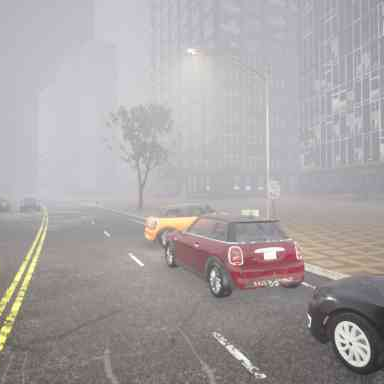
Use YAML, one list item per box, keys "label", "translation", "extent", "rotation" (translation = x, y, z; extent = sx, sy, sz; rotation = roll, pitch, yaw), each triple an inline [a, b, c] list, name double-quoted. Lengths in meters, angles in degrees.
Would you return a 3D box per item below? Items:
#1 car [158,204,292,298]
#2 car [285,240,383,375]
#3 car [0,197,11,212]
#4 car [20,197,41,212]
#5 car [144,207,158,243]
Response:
- label: "car"
  translation: [0.821, 1.355, 8.916]
  extent: [2.097, 1.767, 4.553]
  rotation: [0, 0, -22]
- label: "car"
  translation: [3.588, 1.505, 3.462]
  extent: [1.837, 1.490, 4.892]
  rotation: [0, 0, -36]
- label: "car"
  translation: [-22.033, 1.390, 38.002]
  extent: [2.097, 1.767, 4.553]
  rotation: [0, 0, -24]
- label: "car"
  translation: [-19.072, 1.393, 39.341]
  extent: [2.097, 1.767, 4.553]
  rotation: [0, 0, -24]
- label: "car"
  translation: [0.254, 1.277, 14.585]
  extent: [4.553, 1.767, 2.097]
  rotation: [-3, 1, -18]
